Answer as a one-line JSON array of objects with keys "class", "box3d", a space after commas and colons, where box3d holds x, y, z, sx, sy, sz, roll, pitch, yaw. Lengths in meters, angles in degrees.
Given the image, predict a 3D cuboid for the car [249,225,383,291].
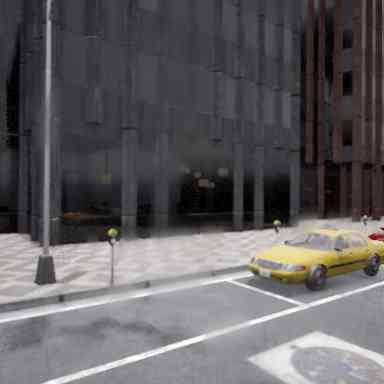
[{"class": "car", "box3d": [3.691, 1.635, 9.283, 4.829, 1.417, 1.752, 1, -1, -35]}]
